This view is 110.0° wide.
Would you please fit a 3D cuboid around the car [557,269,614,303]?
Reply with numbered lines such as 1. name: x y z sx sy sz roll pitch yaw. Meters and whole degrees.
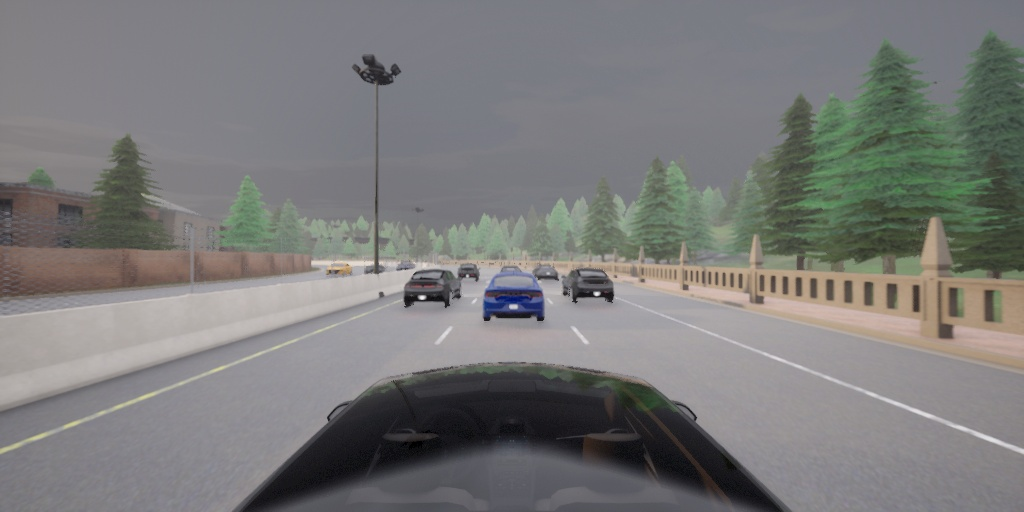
1. car: 3.586 1.357 17.538 1.837 1.490 4.892 0 0 0

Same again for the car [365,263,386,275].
1. car: -16.399 1.581 43.338 1.994 1.385 4.181 0 0 -13

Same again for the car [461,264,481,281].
1. car: -3.972 1.454 32.723 1.837 1.490 4.892 0 0 -5

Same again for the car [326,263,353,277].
1. car: -19.357 1.476 40.394 1.882 1.535 5.008 0 -1 -11

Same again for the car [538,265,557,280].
1. car: 2.983 1.518 33.292 1.994 1.385 4.181 0 0 -5

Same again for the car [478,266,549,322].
1. car: 0.064 1.298 12.634 1.882 1.535 5.008 0 0 0

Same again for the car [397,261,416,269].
1. car: -13.170 1.379 44.867 2.097 1.767 4.553 0 0 -13

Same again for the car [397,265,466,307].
1. car: -3.417 1.347 16.107 1.837 1.490 4.892 0 0 0
